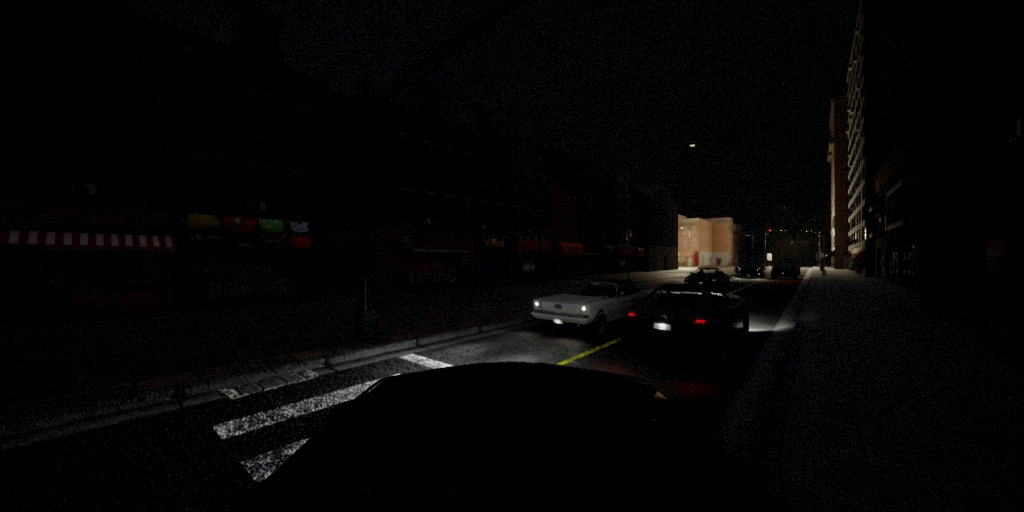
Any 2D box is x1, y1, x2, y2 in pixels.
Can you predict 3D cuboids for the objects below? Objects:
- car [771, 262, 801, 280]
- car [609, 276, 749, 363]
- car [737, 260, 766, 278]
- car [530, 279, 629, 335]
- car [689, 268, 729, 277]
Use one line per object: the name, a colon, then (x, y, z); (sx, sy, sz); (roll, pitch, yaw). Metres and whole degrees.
car: (25.896, 1.408, 34.038); (1.882, 1.535, 5.008); (0, -1, 40)
car: (4.206, 1.344, 8.473); (1.994, 1.385, 4.181); (0, 0, 40)
car: (24.844, 1.335, 37.159); (2.097, 1.767, 4.553); (0, -1, 40)
car: (2.610, 1.398, 11.000); (1.895, 1.301, 4.718); (0, 0, 40)
car: (12.161, 1.425, 22.298); (1.994, 1.385, 4.181); (0, 0, 40)
